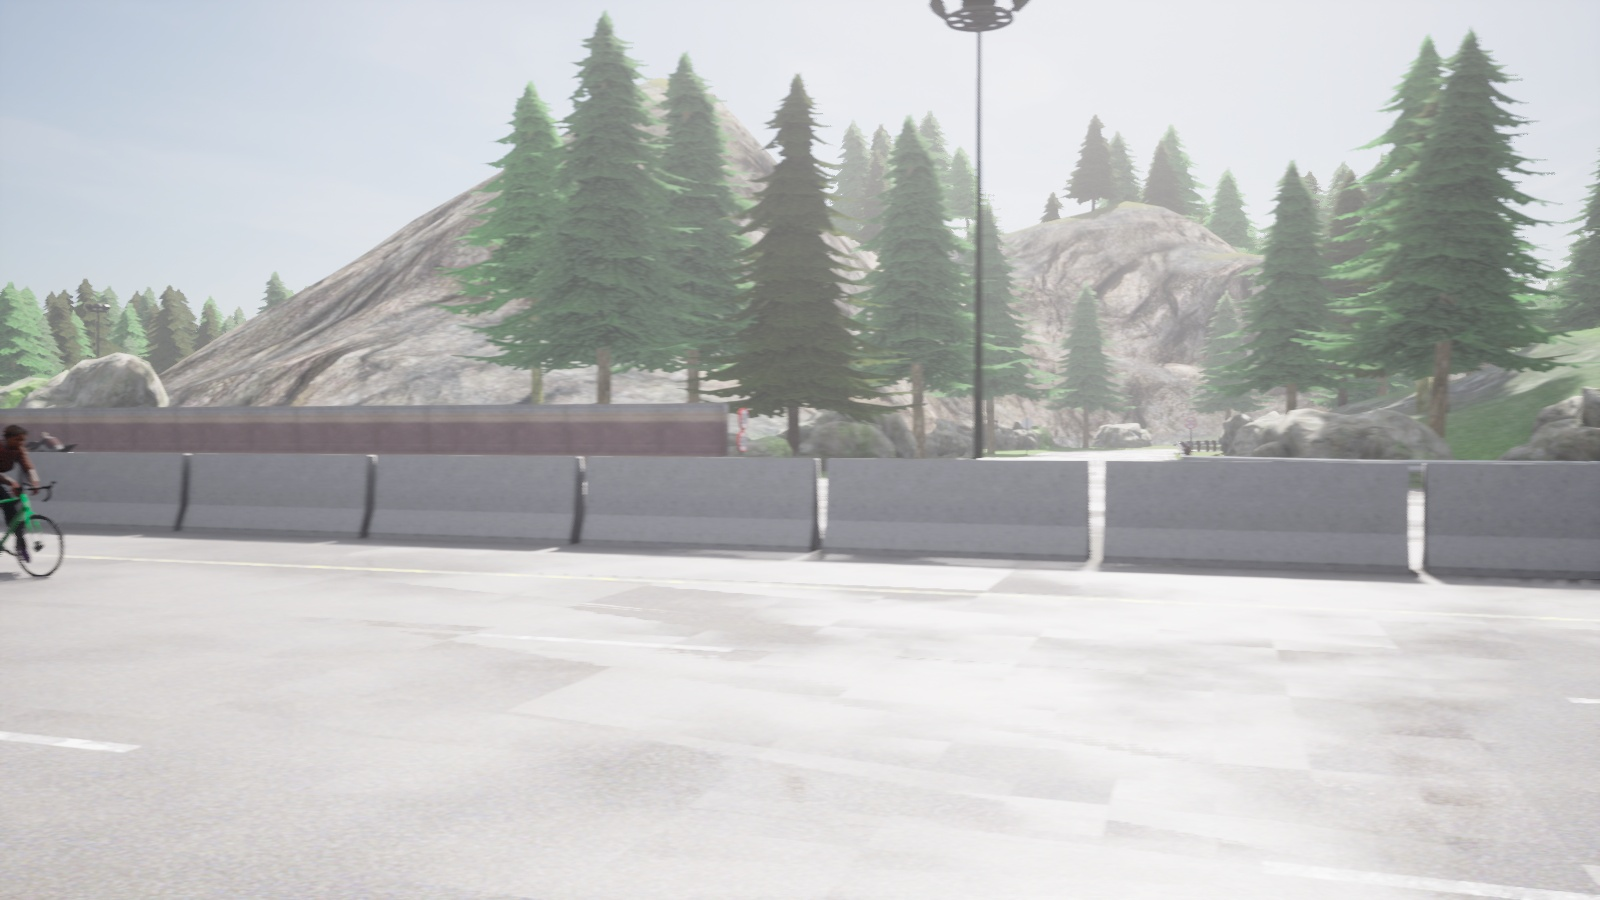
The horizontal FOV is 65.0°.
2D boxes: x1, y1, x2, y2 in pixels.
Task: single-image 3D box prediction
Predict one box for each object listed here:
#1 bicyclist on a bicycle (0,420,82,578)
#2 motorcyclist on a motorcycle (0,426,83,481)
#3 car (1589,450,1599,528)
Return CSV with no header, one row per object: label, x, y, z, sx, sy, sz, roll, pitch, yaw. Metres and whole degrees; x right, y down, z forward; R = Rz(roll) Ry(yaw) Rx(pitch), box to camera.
bicyclist on a bicycle,-8.583,0.489,13.466,1.656,1.620,0.582,1,1,19
motorcyclist on a motorcycle,-22.020,0.086,36.451,2.191,1.530,0.866,1,1,19
car,15.611,0.690,20.093,4.718,1.301,1.895,1,1,19
